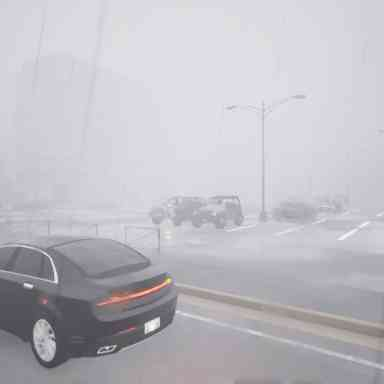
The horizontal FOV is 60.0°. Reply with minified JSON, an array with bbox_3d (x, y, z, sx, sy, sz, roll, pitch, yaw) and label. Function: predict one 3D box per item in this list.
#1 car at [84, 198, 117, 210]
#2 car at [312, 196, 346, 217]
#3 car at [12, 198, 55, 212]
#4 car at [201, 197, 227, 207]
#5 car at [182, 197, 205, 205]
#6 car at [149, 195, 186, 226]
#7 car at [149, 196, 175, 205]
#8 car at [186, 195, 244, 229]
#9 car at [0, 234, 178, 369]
[{"bbox_3d":[-11.791,1.526,43.293,1.812,1.442,4.674,0,0,34],"label":"car"},{"bbox_3d":[13.710,1.395,33.194,1.970,1.475,3.806,0,0,34],"label":"car"},{"bbox_3d":[-18.688,1.504,39.343,1.837,1.490,4.892,0,0,34],"label":"car"},{"bbox_3d":[3.572,1.504,53.252,1.837,1.490,4.892,0,0,34],"label":"car"},{"bbox_3d":[0.345,1.601,61.174,1.895,1.301,4.718,0,0,34],"label":"car"},{"bbox_3d":[-0.699,1.153,21.926,1.932,1.855,4.605,0,0,34],"label":"car"},{"bbox_3d":[-5.312,1.506,59.119,1.837,1.490,4.892,0,0,34],"label":"car"},{"bbox_3d":[1.666,1.156,20.256,1.905,1.878,3.866,0,0,34],"label":"car"},{"bbox_3d":[-2.492,1.505,5.776,4.892,1.490,1.837,0,0,36],"label":"car"}]
